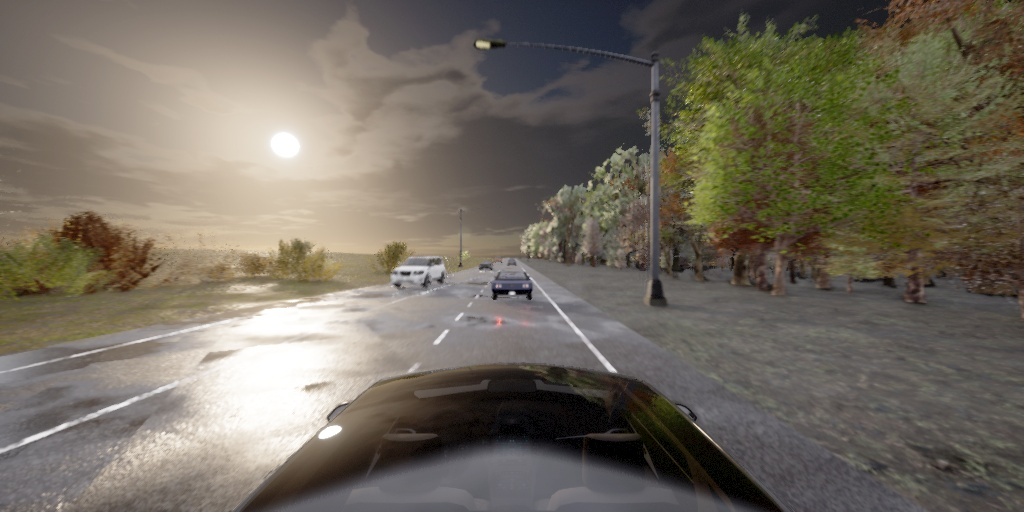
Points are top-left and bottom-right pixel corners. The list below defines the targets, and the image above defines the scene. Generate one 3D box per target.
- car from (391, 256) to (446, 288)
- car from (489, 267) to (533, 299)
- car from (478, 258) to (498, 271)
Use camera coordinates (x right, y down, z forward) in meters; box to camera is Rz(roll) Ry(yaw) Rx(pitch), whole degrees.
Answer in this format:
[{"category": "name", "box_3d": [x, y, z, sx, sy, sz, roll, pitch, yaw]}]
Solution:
[{"category": "car", "box_3d": [-6.107, 1.009, 24.183, 2.150, 2.045, 5.566, 0, 0, 6]}, {"category": "car", "box_3d": [0.009, 1.377, 18.212, 1.895, 1.301, 4.718, 0, 0, 0]}, {"category": "car", "box_3d": [-3.545, 1.357, 50.175, 2.033, 1.411, 5.357, 0, 0, 2]}]
